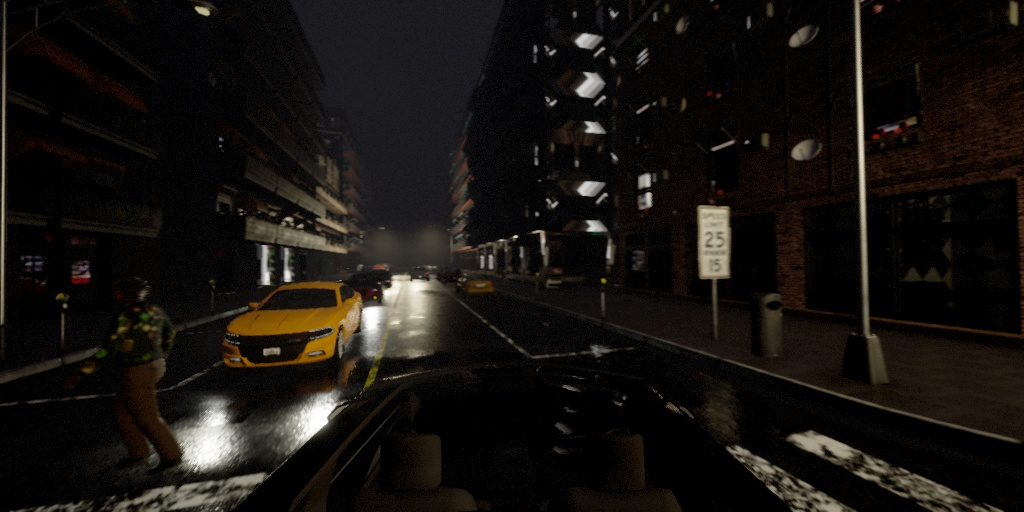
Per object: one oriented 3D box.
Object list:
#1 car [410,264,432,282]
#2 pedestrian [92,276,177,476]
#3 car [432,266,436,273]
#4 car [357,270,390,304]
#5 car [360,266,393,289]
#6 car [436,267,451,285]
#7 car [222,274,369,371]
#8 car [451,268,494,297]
[{"bbox_3d":[-9.602,1.873,37.275,1.812,1.442,4.674,0,-2,-16],"label":"car"},{"bbox_3d":[-3.534,1.105,3.376,0.375,1.860,0.375,0,-1,-16],"label":"pedestrian"},{"bbox_3d":[-6.881,1.857,37.194,1.888,1.381,4.507,0,0,-16],"label":"car"},{"bbox_3d":[-7.430,1.611,17.965,1.994,1.385,4.181,0,-1,-16],"label":"car"},{"bbox_3d":[-10.314,1.769,28.115,2.033,1.411,5.357,0,-1,-16],"label":"car"},{"bbox_3d":[-5.332,1.760,31.749,1.888,1.381,4.507,0,0,-16],"label":"car"},{"bbox_3d":[-4.720,1.368,8.424,1.882,1.535,5.008,0,-1,-16],"label":"car"},{"bbox_3d":[-2.280,1.551,21.025,1.751,1.417,4.829,0,0,-16],"label":"car"}]
